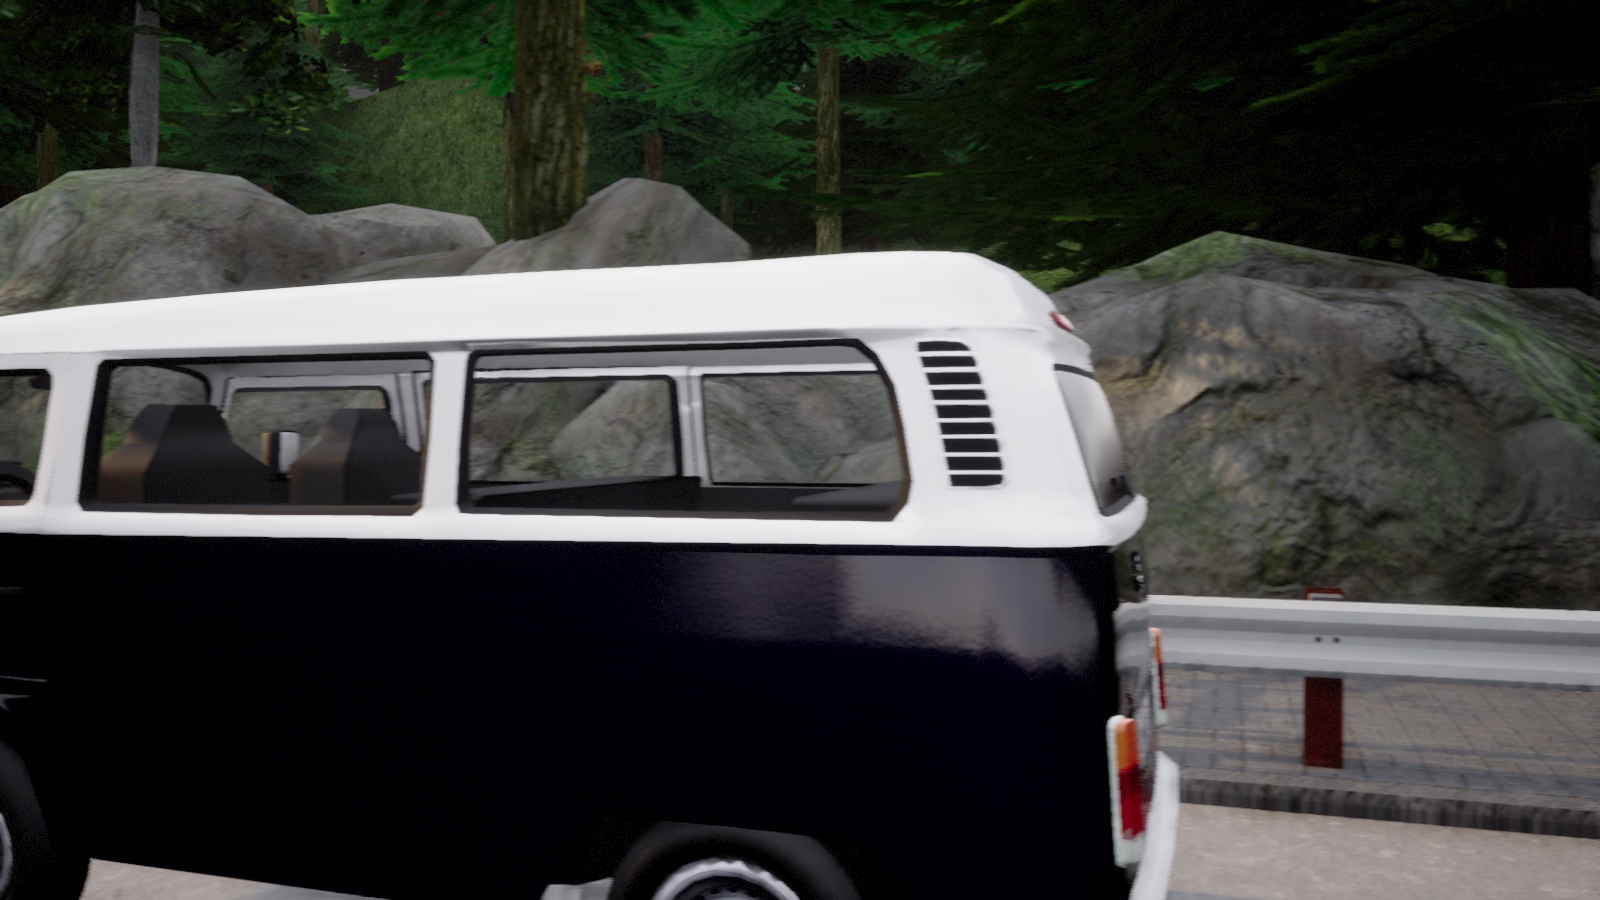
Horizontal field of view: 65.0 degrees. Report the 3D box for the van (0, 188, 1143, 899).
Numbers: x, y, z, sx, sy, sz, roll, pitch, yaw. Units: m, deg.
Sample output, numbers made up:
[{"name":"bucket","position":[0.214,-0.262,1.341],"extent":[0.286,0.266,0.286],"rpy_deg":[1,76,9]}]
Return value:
[{"name":"van","position":[-1.257,0.479,4.140],"extent":[4.480,2.038,2.069],"rpy_deg":[1,1,19]}]
